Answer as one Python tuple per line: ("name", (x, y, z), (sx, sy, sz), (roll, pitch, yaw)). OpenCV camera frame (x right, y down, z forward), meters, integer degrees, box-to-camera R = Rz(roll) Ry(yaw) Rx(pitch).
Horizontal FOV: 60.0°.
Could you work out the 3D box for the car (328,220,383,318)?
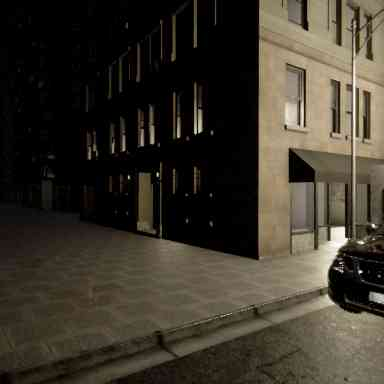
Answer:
("car", (5.024, 1.222, 6.529), (5.566, 2.045, 2.150), (0, 0, -35))
